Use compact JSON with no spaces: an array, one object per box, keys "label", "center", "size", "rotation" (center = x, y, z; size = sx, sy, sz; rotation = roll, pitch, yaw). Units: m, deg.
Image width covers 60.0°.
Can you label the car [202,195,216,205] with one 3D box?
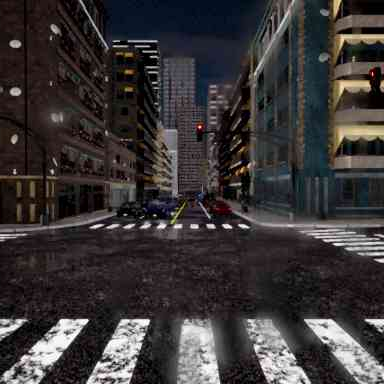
[{"label":"car","center":[2.756,1.555,46.949],"size":[1.887,1.381,4.507],"rotation":[0,0,0]}]

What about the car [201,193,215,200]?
[{"label":"car","center":[3.201,1.246,60.976],"size":[2.150,2.045,5.566],"rotation":[0,0,0]}]

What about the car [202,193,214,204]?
[{"label":"car","center":[3.212,1.243,67.976],"size":[2.150,2.045,5.566],"rotation":[0,0,0]}]

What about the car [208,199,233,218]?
[{"label":"car","center":[2.731,1.584,30.379],"size":[1.802,1.307,4.206],"rotation":[0,0,0]}]

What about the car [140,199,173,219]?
[{"label":"car","center":[-3.054,1.603,29.541],"size":[1.895,1.301,4.718],"rotation":[0,0,0]}]

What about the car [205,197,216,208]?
[{"label":"car","center":[2.739,1.570,35.902],"size":[1.947,1.339,4.313],"rotation":[0,0,0]}]

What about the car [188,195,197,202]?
[{"label":"car","center":[0.108,1.381,69.844],"size":[1.812,1.442,4.674],"rotation":[0,0,0]}]

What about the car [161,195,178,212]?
[{"label":"car","center":[-3.035,1.358,39.537],"size":[2.097,1.767,4.553],"rotation":[0,0,0]}]

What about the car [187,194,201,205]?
[{"label":"car","center":[0.093,1.510,60.671],"size":[2.128,1.511,4.902],"rotation":[0,0,0]}]

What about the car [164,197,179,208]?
[{"label":"car","center":[-3.012,1.537,49.749],"size":[1.812,1.442,4.674],"rotation":[0,0,0]}]

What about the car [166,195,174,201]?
[{"label":"car","center":[-5.566,1.563,85.469],"size":[1.752,1.417,4.829],"rotation":[0,0,0]}]

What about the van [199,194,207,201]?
[{"label":"van","center":[2.813,1.379,85.614],"size":[1.690,1.788,3.998],"rotation":[-1,0,0]}]

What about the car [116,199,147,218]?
[{"label":"car","center":[-5.651,1.569,30.404],"size":[1.947,1.339,4.313],"rotation":[0,0,0]}]
